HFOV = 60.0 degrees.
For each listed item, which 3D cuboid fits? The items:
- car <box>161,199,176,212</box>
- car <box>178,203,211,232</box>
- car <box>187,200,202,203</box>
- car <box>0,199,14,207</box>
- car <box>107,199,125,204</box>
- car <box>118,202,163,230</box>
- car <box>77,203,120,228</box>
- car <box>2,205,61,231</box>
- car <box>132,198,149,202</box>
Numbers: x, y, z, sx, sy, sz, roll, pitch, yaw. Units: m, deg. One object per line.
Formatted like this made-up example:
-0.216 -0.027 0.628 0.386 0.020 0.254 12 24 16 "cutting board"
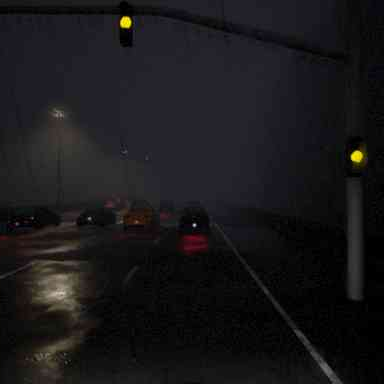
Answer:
-3.192 1.730 42.885 1.837 1.490 4.892 0 0 0 "car"
0.154 1.695 21.801 1.837 1.490 4.892 0 0 0 "car"
0.320 1.782 44.423 1.994 1.385 4.181 0 0 0 "car"
-20.850 1.585 35.243 2.097 1.767 4.553 0 0 0 "car"
-10.177 1.695 44.791 1.882 1.535 5.008 0 0 0 "car"
-3.341 1.673 22.585 1.882 1.535 5.008 0 0 0 "car"
-6.830 1.771 24.209 1.994 1.385 4.181 0 0 0 "car"
-10.358 1.717 22.030 1.812 1.442 4.674 0 0 0 "car"
-6.691 1.575 43.108 2.097 1.767 4.553 0 0 0 "car"
